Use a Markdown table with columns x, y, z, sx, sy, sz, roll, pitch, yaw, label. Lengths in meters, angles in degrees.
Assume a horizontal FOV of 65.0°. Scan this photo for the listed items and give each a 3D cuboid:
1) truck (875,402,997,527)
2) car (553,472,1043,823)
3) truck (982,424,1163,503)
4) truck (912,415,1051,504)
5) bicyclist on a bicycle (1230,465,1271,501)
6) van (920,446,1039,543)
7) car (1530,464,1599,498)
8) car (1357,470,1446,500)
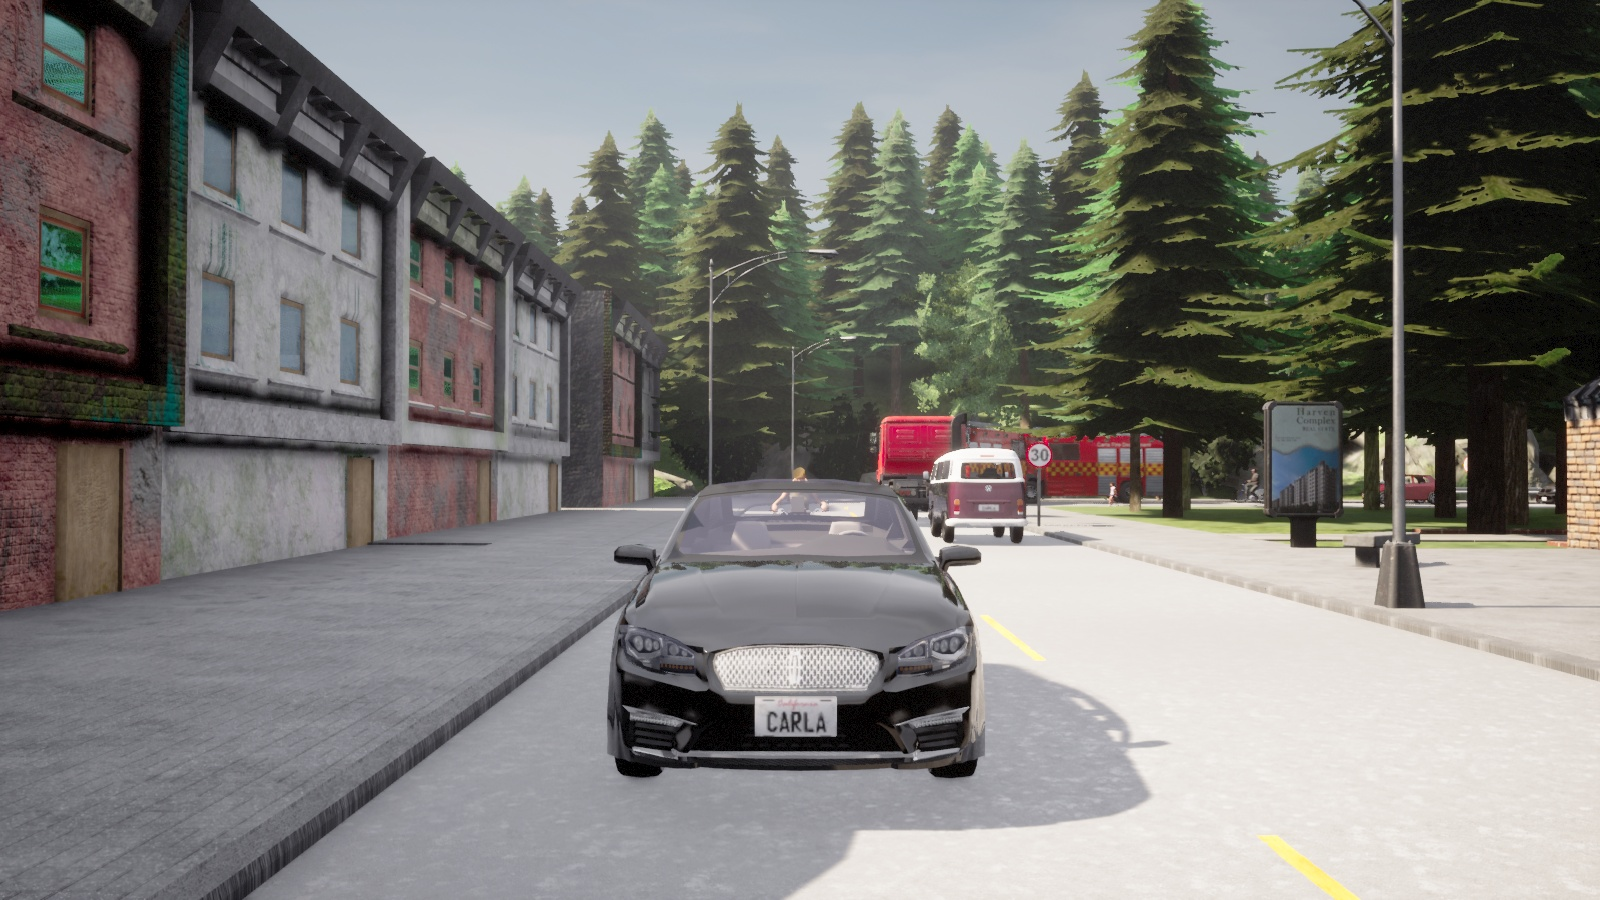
| x | y | z | sx | sy | sz | roll | pitch | yaw | label |
| --- | --- | --- | --- | --- | --- | --- | --- | --- | --- |
| 4.011 | 0.466 | 38.741 | 2.891 | 3.462 | 7.936 | 0 | -1 | 0 | truck |
| -0.007 | 0.904 | 7.918 | 2.128 | 1.511 | 4.902 | 0 | -1 | 0 | car |
| 13.691 | 0.658 | 63.499 | 8.468 | 3.827 | 2.891 | 0 | 0 | -1 | truck |
| 8.548 | 0.564 | 58.159 | 2.891 | 3.827 | 8.468 | -2 | -2 | 35 | truck |
| 22.716 | 1.656 | 63.353 | 1.843 | 1.776 | 0.659 | 0 | -1 | 0 | bicyclist on a bicycle |
| 4.006 | 0.998 | 28.732 | 2.069 | 2.038 | 4.480 | 0 | -2 | 0 | van |
| 39.878 | 1.558 | 63.444 | 4.611 | 1.667 | 2.242 | -1 | -1 | 0 | car |
| 30.329 | 1.769 | 63.390 | 3.633 | 1.501 | 1.845 | 0 | -1 | 0 | car |
